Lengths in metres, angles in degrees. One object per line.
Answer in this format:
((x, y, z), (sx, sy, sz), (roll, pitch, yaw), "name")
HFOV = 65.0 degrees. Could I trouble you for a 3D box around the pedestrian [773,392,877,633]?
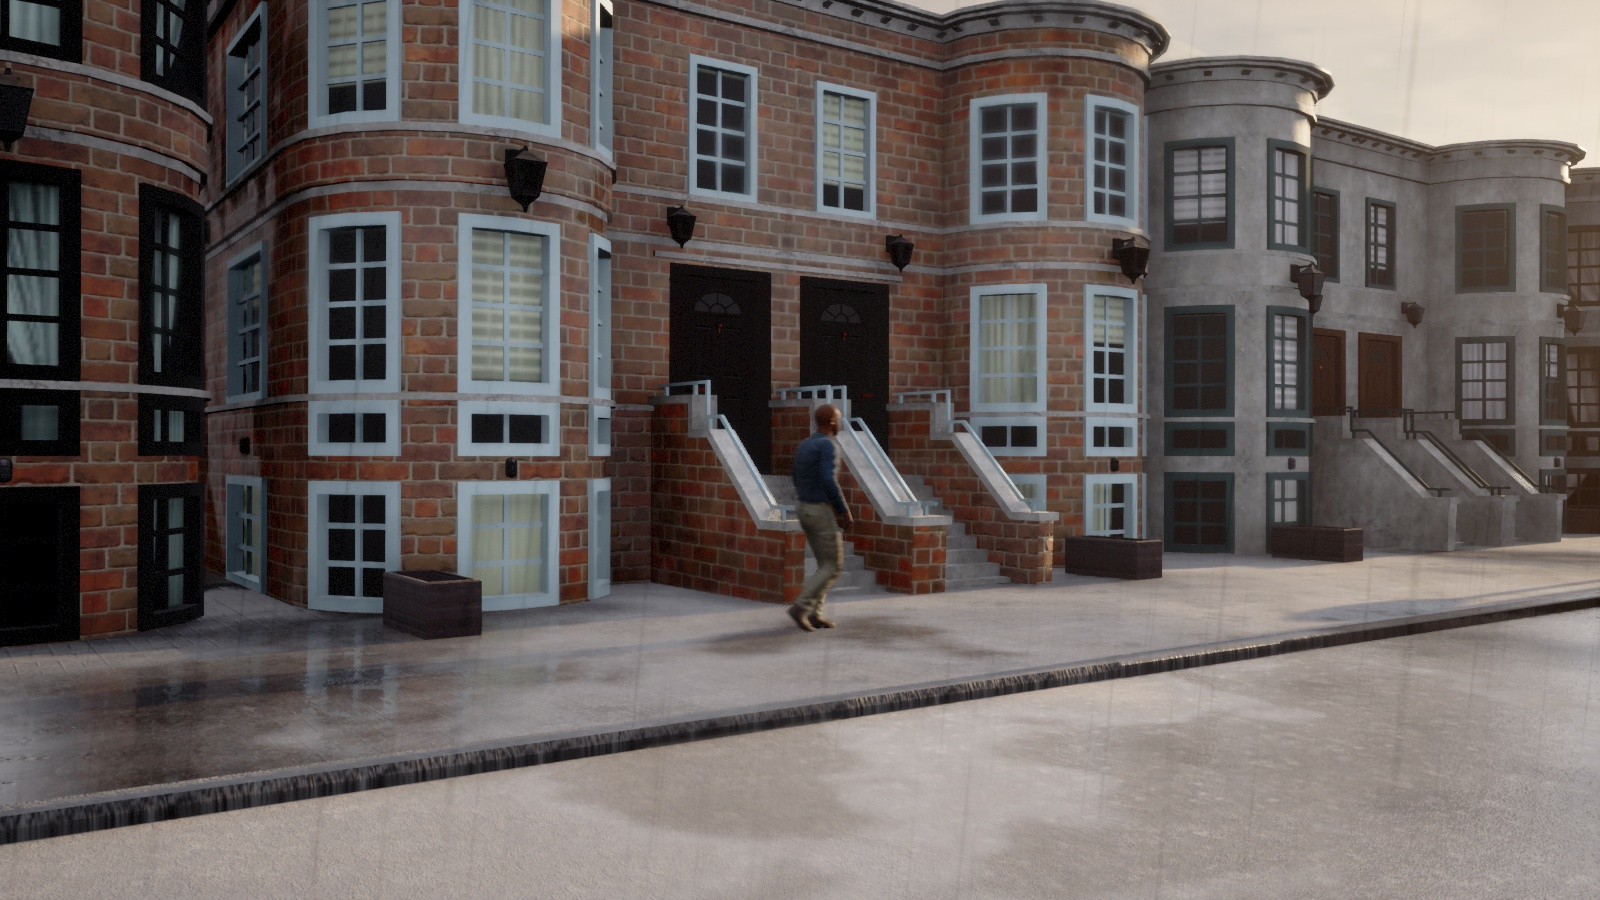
((0.195, 0.478, 9.891), (0.726, 1.835, 0.370), (0, 0, -28), "pedestrian")
